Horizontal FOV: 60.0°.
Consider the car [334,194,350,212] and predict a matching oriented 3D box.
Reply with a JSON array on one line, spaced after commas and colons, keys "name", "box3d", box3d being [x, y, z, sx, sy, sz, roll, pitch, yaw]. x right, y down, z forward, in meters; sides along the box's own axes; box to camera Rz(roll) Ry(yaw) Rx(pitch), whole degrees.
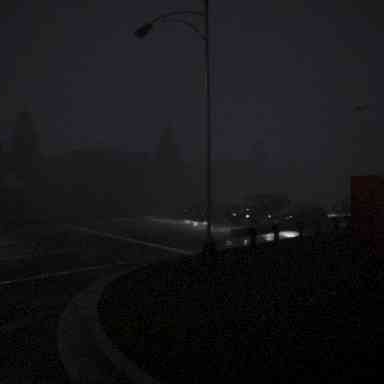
[{"name": "car", "box3d": [15.708, 1.213, 32.913, 4.902, 1.511, 2.128, -1, 0, -40]}]

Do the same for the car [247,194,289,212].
[{"name": "car", "box3d": [8.230, 1.166, 35.727, 4.553, 1.767, 2.097, -1, 0, -40]}]

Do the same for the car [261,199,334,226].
[{"name": "car", "box3d": [6.596, 1.392, 20.511, 4.674, 1.442, 1.812, -1, 0, -41]}]

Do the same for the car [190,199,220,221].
[{"name": "car", "box3d": [2.267, 1.474, 26.017, 4.181, 1.385, 1.994, -1, 0, -41]}]

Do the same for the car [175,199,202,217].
[{"name": "car", "box3d": [0.751, 1.400, 29.326, 5.008, 1.535, 1.882, -1, 0, -41]}]

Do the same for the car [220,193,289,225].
[{"name": "car", "box3d": [4.871, 1.103, 23.647, 5.566, 2.045, 2.150, -1, 0, -41]}]

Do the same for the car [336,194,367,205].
[{"name": "car", "box3d": [23.323, 1.083, 48.544, 4.902, 1.511, 2.128, -1, 0, -40]}]
